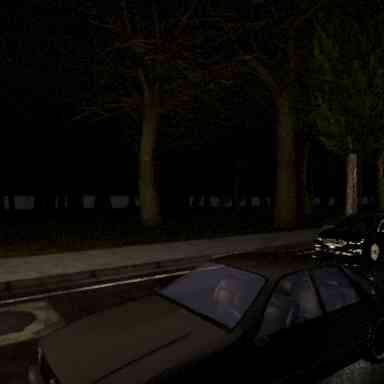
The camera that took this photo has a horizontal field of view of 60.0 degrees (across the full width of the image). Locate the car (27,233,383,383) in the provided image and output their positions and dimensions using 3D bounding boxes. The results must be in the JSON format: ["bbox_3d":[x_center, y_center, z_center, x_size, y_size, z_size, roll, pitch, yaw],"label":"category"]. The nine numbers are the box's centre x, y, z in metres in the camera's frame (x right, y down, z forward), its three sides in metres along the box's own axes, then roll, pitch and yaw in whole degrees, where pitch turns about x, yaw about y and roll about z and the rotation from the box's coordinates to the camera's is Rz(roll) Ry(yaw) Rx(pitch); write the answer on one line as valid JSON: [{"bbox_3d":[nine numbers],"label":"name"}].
[{"bbox_3d":[0.918,1.563,4.341,5.357,1.411,2.033,0,0,-36],"label":"car"}]

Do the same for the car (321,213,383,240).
[{"bbox_3d":[6.620,1.570,12.405,4.892,1.490,1.837,0,0,-36],"label":"car"}]
